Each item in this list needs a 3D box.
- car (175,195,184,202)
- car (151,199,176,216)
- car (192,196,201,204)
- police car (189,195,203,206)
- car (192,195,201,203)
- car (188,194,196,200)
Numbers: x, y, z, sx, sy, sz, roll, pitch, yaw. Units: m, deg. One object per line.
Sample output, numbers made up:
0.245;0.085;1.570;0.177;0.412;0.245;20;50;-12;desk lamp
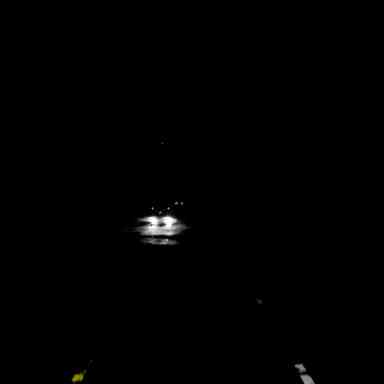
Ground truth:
-2.735;1.442;73.625;2.033;1.411;5.357;0;0;0;car
-2.842;1.566;32.136;1.895;1.301;4.718;0;0;0;car
0.838;1.497;64.393;1.812;1.442;4.674;0;0;0;car
0.836;1.391;54.502;1.930;1.638;5.238;0;0;0;police car
0.839;1.481;70.392;1.837;1.490;4.892;0;0;0;car
0.018;1.413;88.057;2.128;1.511;4.902;0;0;0;car
